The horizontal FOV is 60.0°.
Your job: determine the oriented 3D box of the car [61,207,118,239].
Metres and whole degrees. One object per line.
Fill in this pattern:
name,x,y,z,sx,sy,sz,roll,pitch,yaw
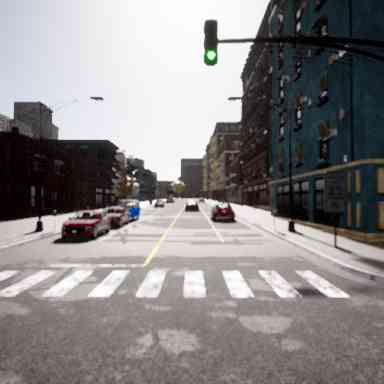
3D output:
car,-5.753,1.700,18.513,1.887,1.381,4.507,1,0,0

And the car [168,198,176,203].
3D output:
car,-5.674,2.168,86.747,1.967,1.590,4.097,1,0,0

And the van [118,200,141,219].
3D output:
van,-5.672,1.591,29.884,1.690,1.788,3.998,1,0,0

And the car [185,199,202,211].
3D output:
car,0.001,1.953,46.599,1.994,1.385,4.181,0,0,0

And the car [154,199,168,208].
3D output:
car,-5.676,2.069,58.314,1.802,1.307,4.206,1,0,0

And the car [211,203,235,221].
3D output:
car,2.706,1.690,29.944,1.967,1.590,4.097,1,0,0

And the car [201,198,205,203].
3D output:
car,2.705,2.304,92.664,1.752,1.417,4.829,1,0,0

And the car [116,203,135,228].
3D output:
car,-5.676,1.747,24.195,1.887,1.381,4.507,1,0,0
